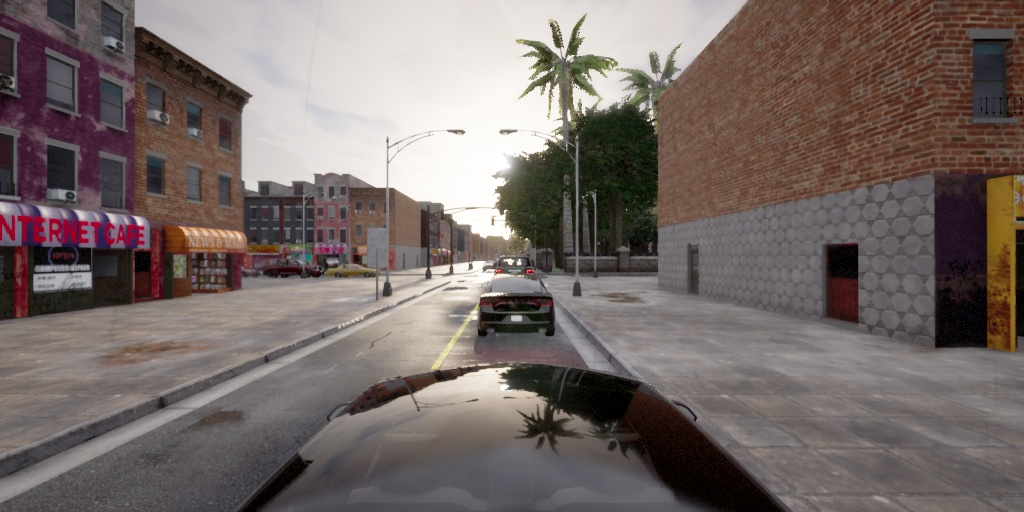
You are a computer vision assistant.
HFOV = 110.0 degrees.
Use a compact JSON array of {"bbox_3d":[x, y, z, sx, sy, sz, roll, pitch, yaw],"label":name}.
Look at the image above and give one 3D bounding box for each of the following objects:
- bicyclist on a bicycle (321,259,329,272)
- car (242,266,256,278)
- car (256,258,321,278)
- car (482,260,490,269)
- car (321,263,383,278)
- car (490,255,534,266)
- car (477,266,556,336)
[{"bbox_3d":[-20.131,1.122,38.597,0.582,1.620,1.656,0,0,0],"label":"bicyclist on a bicycle"},{"bbox_3d":[-25.503,1.407,32.947,4.207,1.307,1.802,0,0,0],"label":"car"},{"bbox_3d":[-20.051,1.125,32.951,5.009,1.841,2.192,0,0,0],"label":"car"},{"bbox_3d":[-2.842,1.312,47.819,1.812,1.442,4.674,0,0,0],"label":"car"},{"bbox_3d":[-14.429,1.322,32.956,4.829,1.417,1.751,0,0,0],"label":"car"},{"bbox_3d":[0.109,0.979,20.374,2.150,2.045,5.566,0,0,-1],"label":"car"},{"bbox_3d":[0.102,1.229,10.405,1.882,1.535,5.008,0,0,0],"label":"car"}]
